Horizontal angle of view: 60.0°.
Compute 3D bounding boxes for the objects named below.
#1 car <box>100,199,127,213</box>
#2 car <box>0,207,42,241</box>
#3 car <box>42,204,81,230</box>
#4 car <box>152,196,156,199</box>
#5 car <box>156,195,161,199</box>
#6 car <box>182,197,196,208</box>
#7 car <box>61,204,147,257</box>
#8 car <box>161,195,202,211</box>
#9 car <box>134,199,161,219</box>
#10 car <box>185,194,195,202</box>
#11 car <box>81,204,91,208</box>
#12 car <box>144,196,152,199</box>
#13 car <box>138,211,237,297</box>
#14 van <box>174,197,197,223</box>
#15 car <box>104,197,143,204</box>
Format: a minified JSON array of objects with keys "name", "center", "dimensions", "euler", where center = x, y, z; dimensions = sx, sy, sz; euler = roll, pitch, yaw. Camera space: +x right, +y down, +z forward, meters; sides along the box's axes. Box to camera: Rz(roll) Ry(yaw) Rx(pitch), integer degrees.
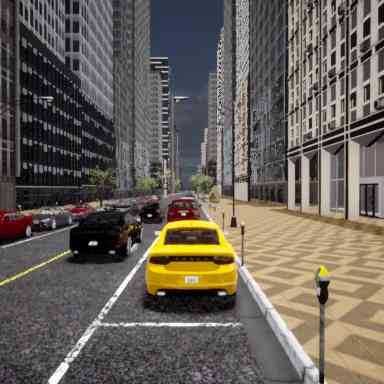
[{"name":"car","center":[-8.844,1.544,37.723],"dimensions":[2.008,1.369,4.403],"euler":[-1,0,0]},{"name":"car","center":[-8.843,1.542,14.989],"dimensions":[1.887,1.381,4.507],"euler":[-1,0,0]},{"name":"car","center":[-8.844,1.547,20.672],"dimensions":[2.008,1.369,4.403],"euler":[-1,0,0]},{"name":"car","center":[-8.845,1.426,66.141],"dimensions":[1.967,1.590,4.097],"euler":[-1,0,0]},{"name":"car","center":[-8.844,1.509,77.339],"dimensions":[1.752,1.417,4.829],"euler":[-1,0,0]},{"name":"car","center":[-0.463,1.541,49.090],"dimensions":[2.008,1.369,4.403],"euler":[-1,0,0]},{"name":"car","center":[-3.147,1.475,13.043],"dimensions":[1.882,1.535,5.008],"euler":[0,0,0]},{"name":"car","center":[-0.465,1.311,20.672],"dimensions":[2.192,1.841,5.009],"euler":[-1,0,0]},{"name":"car","center":[-3.057,1.521,26.276],"dimensions":[1.812,1.442,4.674],"euler":[0,0,0]},{"name":"car","center":[-0.465,1.298,77.509],"dimensions":[2.192,1.841,5.009],"euler":[-1,0,0]},{"name":"car","center":[-8.843,1.577,26.356],"dimensions":[1.802,1.307,4.206],"euler":[-1,0,0]},{"name":"car","center":[-8.843,1.570,60.458],"dimensions":[1.802,1.307,4.206],"euler":[-1,0,0]},{"name":"car","center":[-0.006,1.476,8.652],"dimensions":[1.882,1.535,5.008],"euler":[0,0,0]},{"name":"van","center":[-0.465,1.336,26.356],"dimensions":[1.690,1.788,3.998],"euler":[-1,0,0]},{"name":"car","center":[-6.240,1.486,31.002],"dimensions":[2.128,1.511,4.902],"euler":[0,0,0]}]
